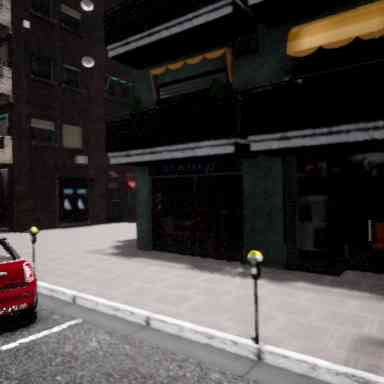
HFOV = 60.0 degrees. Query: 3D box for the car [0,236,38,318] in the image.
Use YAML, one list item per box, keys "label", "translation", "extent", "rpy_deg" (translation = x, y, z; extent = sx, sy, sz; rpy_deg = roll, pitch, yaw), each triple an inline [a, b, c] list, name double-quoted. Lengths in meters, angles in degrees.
- label: "car"
  translation: [-4.761, 1.440, 6.240]
  extent: [4.097, 1.590, 1.967]
  rpy_deg: [0, -1, 35]
